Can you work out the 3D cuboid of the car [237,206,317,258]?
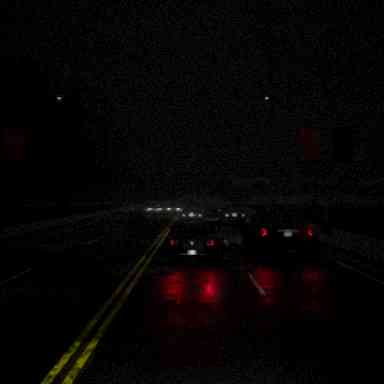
[{"bbox_3d":[3.279,1.482,13.412,2.097,1.767,4.553,0,-1,0],"label":"car"}]

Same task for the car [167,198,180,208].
[{"bbox_3d":[-3.278,1.940,59.424,2.097,1.767,4.553,0,-1,1],"label":"car"}]

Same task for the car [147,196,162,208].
[{"bbox_3d":[-6.523,1.802,58.659,2.150,2.045,5.566,0,-1,1],"label":"car"}]

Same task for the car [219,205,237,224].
[{"bbox_3d":[3.275,1.819,27.522,2.033,1.411,5.357,0,-1,0],"label":"car"}]

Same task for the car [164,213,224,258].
[{"bbox_3d":[0.025,1.731,13.246,1.895,1.301,4.718,0,-1,0],"label":"car"}]

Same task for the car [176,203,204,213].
[{"bbox_3d":[0.024,1.819,27.531,2.033,1.411,5.357,0,-1,1],"label":"car"}]
